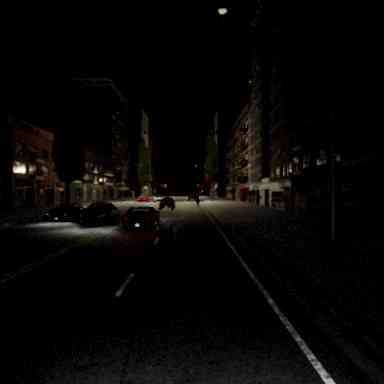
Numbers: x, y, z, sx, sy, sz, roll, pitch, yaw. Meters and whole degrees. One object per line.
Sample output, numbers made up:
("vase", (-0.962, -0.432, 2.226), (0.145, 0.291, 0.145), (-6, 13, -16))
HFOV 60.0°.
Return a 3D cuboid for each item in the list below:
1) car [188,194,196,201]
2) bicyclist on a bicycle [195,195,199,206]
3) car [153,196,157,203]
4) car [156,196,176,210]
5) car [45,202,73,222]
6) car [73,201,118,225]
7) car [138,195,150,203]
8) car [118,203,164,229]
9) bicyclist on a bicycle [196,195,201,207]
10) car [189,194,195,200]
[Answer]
("car", (-0.002, 1.421, 78.460), (1.837, 1.490, 4.892), (0, 0, 0))
("bicyclist on a bicycle", (0.892, 1.327, 55.433), (0.659, 1.776, 1.843), (0, 0, 0))
("car", (-6.508, 1.466, 65.905), (1.812, 1.442, 4.674), (0, 0, 0))
("car", (-3.153, 1.477, 43.286), (1.837, 1.490, 4.892), (0, 0, 0))
("car", (-9.849, 1.537, 26.794), (2.033, 1.411, 5.357), (0, 0, 0))
("car", (-6.598, 1.470, 23.973), (1.882, 1.535, 5.008), (0, 0, 0))
("car", (-9.752, 1.417, 67.333), (1.882, 1.535, 5.008), (0, 0, 0))
("car", (-3.153, 1.595, 21.354), (1.895, 1.301, 4.718), (0, 0, 0))
("bicyclist on a bicycle", (0.885, 1.403, 47.158), (0.866, 1.612, 1.509), (0, 0, 0))
("car", (-0.002, 1.306, 90.206), (1.812, 1.442, 4.674), (0, 0, 0))
